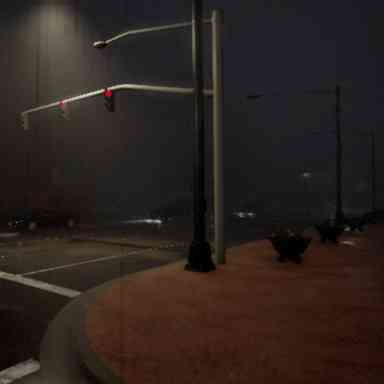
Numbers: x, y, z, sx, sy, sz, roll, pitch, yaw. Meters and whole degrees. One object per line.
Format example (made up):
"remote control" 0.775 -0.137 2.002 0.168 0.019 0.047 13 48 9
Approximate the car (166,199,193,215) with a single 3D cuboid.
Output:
"car" -2.024 1.884 41.285 2.150 2.045 5.566 -1 -1 35

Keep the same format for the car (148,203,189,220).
"car" -2.632 2.095 34.324 1.994 1.385 4.181 -1 -1 35

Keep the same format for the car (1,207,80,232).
"car" -10.284 1.869 23.412 1.837 1.490 4.892 -1 -1 36

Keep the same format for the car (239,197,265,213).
"car" 9.345 2.055 51.246 2.150 2.045 5.566 -1 -1 35
